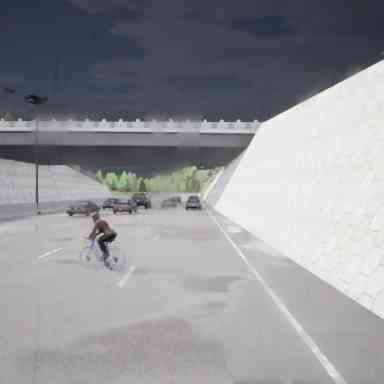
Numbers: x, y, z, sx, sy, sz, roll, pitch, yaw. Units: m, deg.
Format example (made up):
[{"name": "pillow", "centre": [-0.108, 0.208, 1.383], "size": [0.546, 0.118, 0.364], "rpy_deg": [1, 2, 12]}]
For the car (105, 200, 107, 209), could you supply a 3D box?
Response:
[{"name": "car", "centre": [-10.300, 1.547, 43.317], "size": [2.033, 1.411, 5.357], "rpy_deg": [0, 0, 0]}]

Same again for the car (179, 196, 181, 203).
[{"name": "car", "centre": [-3.246, 1.491, 68.584], "size": [2.128, 1.511, 4.902], "rpy_deg": [0, 0, 0]}]

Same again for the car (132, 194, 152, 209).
[{"name": "car", "centre": [-6.865, 1.221, 45.093], "size": [2.150, 2.045, 5.566], "rpy_deg": [0, 0, 1]}]

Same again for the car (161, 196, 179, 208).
[{"name": "car", "centre": [-3.291, 1.564, 47.573], "size": [1.994, 1.385, 4.181], "rpy_deg": [0, 0, 0]}]

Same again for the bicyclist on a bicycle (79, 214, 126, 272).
[{"name": "bicyclist on a bicycle", "centre": [-2.595, 1.452, 9.501], "size": [1.656, 1.620, 0.582], "rpy_deg": [-2, -1, 24]}]

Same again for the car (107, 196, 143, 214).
[{"name": "car", "centre": [-6.890, 1.491, 34.623], "size": [2.128, 1.511, 4.902], "rpy_deg": [0, 0, 1]}]

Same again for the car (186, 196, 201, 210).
[{"name": "car", "centre": [0.196, 1.564, 43.143], "size": [1.994, 1.385, 4.181], "rpy_deg": [0, 0, 0]}]

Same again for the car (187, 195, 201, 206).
[{"name": "car", "centre": [0.231, 1.352, 54.301], "size": [2.097, 1.767, 4.553], "rpy_deg": [0, 0, -1]}]

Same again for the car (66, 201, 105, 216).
[{"name": "car", "centre": [-10.328, 1.548, 32.067], "size": [2.033, 1.411, 5.357], "rpy_deg": [0, 0, 0]}]
